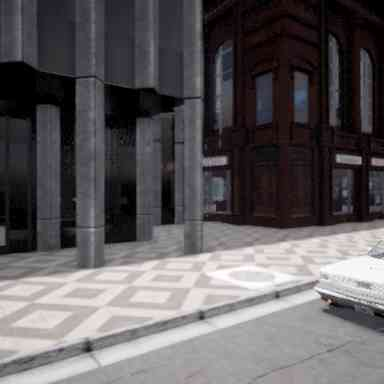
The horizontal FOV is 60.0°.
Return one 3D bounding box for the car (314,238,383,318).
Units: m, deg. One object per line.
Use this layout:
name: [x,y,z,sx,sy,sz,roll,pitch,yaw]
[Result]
car: [4.558,1.582,6.647,4.718,1.301,1.895,0,0,-36]
